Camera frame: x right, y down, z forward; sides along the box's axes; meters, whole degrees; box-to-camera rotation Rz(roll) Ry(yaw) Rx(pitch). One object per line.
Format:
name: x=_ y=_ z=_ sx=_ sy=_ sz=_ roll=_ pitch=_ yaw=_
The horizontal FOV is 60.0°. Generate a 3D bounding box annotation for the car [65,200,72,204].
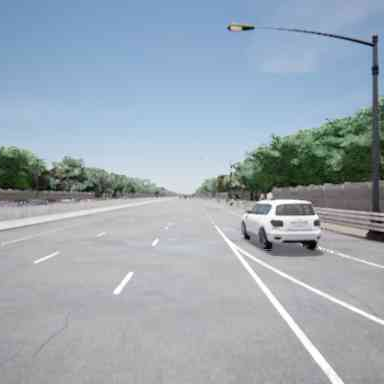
car: x=-21.083 y=2.142 z=59.312 sx=2.033 sy=1.411 sz=5.357 roll=0 pitch=-1 yaw=0

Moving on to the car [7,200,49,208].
car: x=-17.600 y=1.925 z=36.075 sx=1.994 sy=1.385 sz=4.181 roll=0 pitch=-1 yaw=0

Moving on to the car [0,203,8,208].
car: x=-21.093 y=1.943 z=39.477 sx=2.033 sy=1.411 sz=5.357 roll=0 pitch=-1 yaw=0

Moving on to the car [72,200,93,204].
car: x=-17.609 y=2.028 z=55.147 sx=1.882 sy=1.535 sz=5.008 roll=0 pitch=-1 yaw=0

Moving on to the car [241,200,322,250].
car: x=3.829 y=1.383 z=15.192 sx=2.150 sy=2.045 sz=5.566 roll=0 pitch=-1 yaw=-5
